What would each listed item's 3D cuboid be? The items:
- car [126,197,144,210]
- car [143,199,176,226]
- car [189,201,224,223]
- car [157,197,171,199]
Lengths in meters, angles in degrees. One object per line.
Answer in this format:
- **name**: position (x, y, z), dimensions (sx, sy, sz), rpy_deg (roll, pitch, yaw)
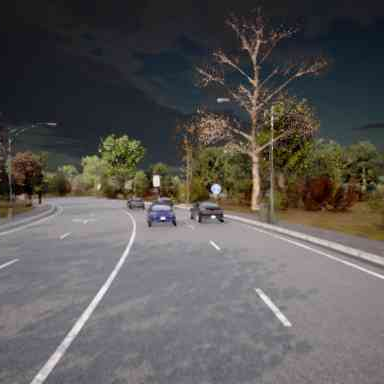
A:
- **car**: position (-7.278, 1.417, 42.380), dimensions (2.128, 1.511, 4.902), rpy_deg (-1, 0, -18)
- **car**: position (-2.201, 1.474, 23.048), dimensions (1.812, 1.442, 4.674), rpy_deg (0, 0, -10)
- **car**: position (1.001, 1.428, 24.826), dimensions (1.837, 1.490, 4.892), rpy_deg (0, 0, -11)
- **car**: position (-3.674, 1.397, 42.622), dimensions (1.837, 1.490, 4.892), rpy_deg (0, 0, -18)
